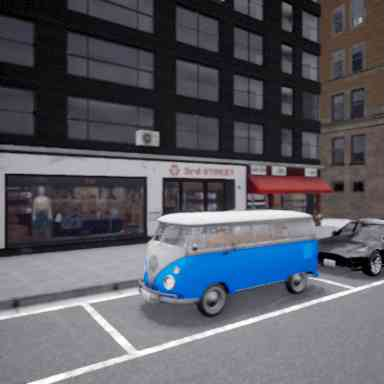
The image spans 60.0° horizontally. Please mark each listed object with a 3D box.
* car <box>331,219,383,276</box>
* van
[{"bbox_3d":[5.505,1.523,10.134,4.313,1.339,1.947,0,0,-34],"label":"car"},{"bbox_3d":[0.931,1.306,7.076,3.998,1.788,1.690,0,0,-34],"label":"van"}]
